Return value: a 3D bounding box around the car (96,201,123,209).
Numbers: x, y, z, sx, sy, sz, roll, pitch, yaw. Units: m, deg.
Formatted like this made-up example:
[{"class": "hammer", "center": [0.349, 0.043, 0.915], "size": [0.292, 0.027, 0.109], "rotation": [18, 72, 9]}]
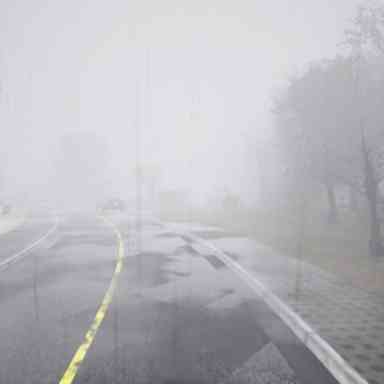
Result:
[{"class": "car", "center": [-7.503, 1.012, 30.336], "size": [2.163, 1.488, 4.792], "rotation": [0, 0, -27]}]
